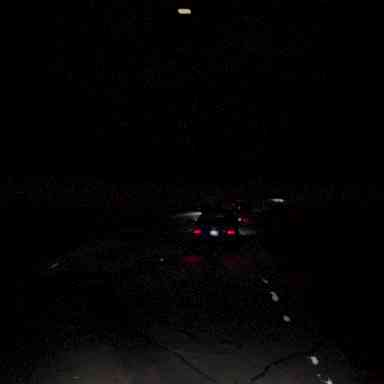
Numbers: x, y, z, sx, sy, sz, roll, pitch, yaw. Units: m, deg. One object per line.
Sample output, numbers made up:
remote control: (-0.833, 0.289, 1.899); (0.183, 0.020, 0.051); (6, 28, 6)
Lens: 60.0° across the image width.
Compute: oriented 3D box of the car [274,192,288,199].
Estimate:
car: (18.964, 0.795, 70.934); (1.994, 1.385, 4.181); (2, 2, 33)

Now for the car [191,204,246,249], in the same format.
car: (1.090, 1.467, 14.181); (2.033, 1.411, 5.357); (0, 0, 7)

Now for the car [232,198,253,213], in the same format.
car: (5.149, 1.316, 33.854); (1.812, 1.442, 4.674); (1, 1, 16)

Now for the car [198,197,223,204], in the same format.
car: (1.986, 1.228, 34.374); (1.882, 1.535, 5.008); (1, 1, 16)
